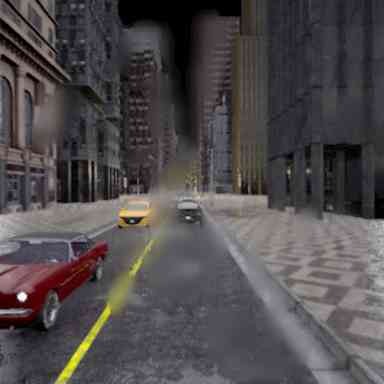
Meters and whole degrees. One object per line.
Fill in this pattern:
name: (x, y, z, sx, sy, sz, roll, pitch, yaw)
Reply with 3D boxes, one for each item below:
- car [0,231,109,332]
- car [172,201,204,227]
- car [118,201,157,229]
car: (-3.173, 1.568, 6.882, 1.895, 1.301, 4.718, 0, 0, -1)
car: (-0.267, 1.320, 21.620, 1.882, 1.535, 5.008, 0, 0, -1)
car: (-3.339, 1.342, 20.915, 1.882, 1.535, 5.008, 0, 0, -1)
